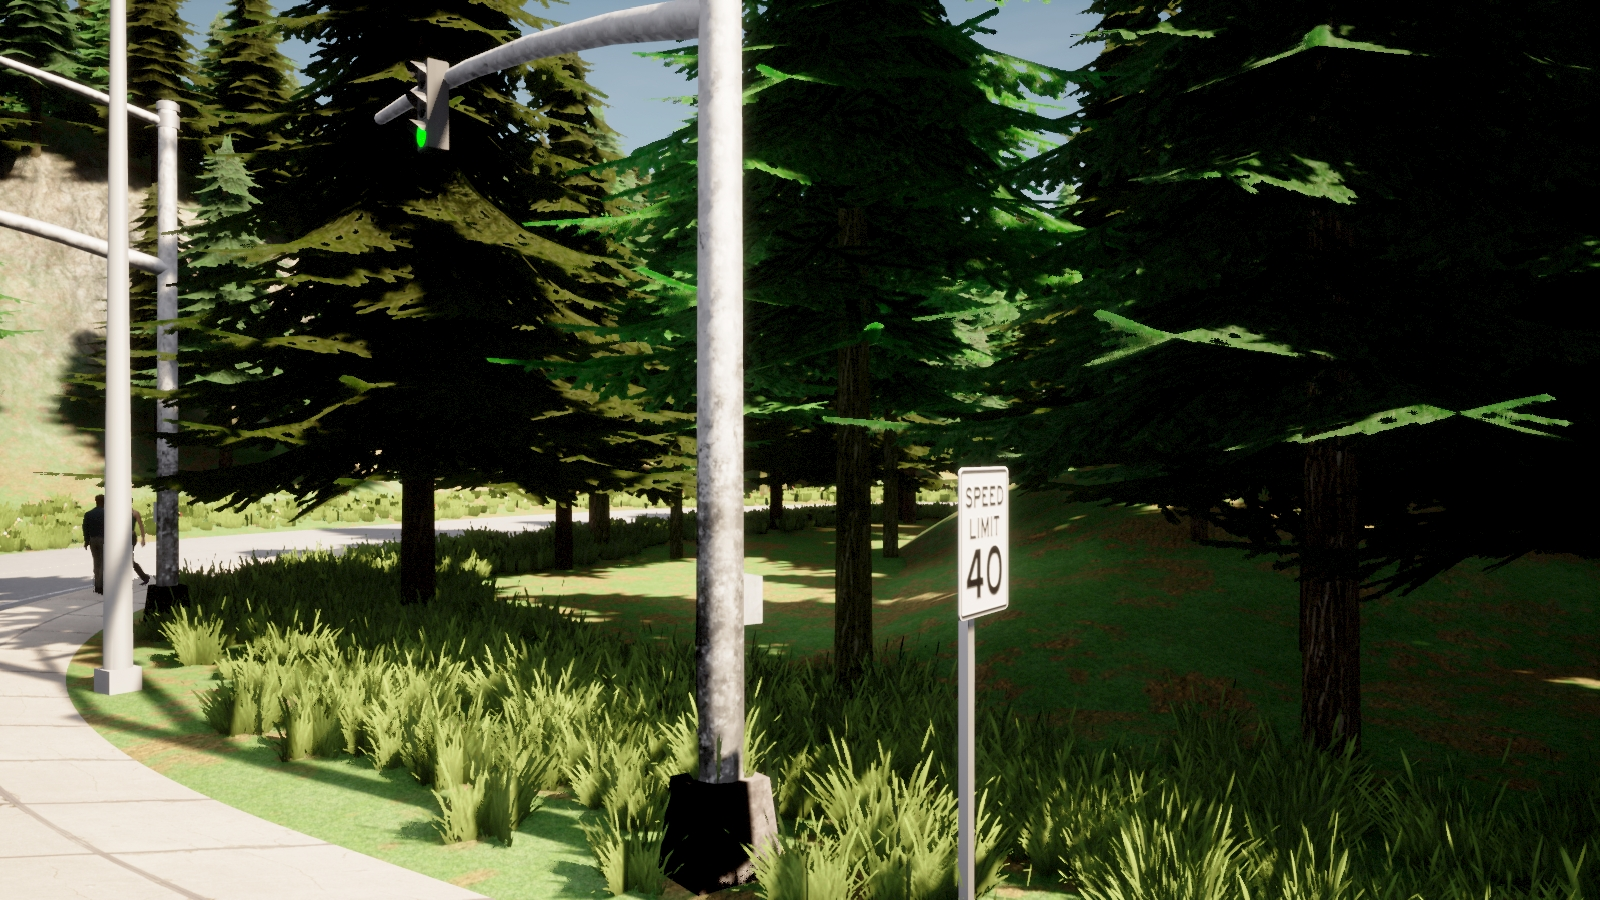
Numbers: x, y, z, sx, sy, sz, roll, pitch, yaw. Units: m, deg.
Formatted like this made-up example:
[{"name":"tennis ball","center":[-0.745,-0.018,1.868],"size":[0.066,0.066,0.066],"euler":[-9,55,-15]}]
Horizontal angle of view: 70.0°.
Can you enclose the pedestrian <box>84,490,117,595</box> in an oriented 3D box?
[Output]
[{"name":"pedestrian","center":[-12.686,1.668,20.723],"size":[0.375,1.860,0.375],"euler":[0,0,2]}]

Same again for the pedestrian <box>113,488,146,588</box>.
[{"name":"pedestrian","center":[-12.722,1.668,21.685],"size":[0.375,1.860,0.375],"euler":[0,0,12]}]
